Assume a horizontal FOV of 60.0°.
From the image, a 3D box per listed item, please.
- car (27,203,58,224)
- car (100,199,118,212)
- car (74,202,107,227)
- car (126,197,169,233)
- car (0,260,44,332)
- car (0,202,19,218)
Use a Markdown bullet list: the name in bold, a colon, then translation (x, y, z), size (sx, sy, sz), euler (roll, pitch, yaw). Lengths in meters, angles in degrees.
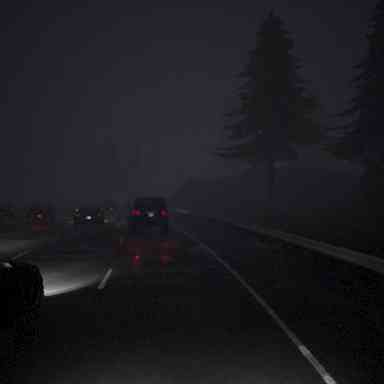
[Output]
- **car**: translation (-11.824, 1.598, 26.374), size (1.882, 1.535, 5.008), euler (0, 0, -19)
- **car**: translation (-10.355, 1.662, 40.385), size (1.837, 1.490, 4.892), euler (0, 0, -27)
- **car**: translation (-7.268, 1.660, 23.599), size (1.994, 1.385, 4.181), euler (0, 0, -16)
- **car**: translation (-2.778, 1.296, 20.352), size (2.150, 2.045, 5.566), euler (0, 0, -13)
- **car**: translation (-3.871, 1.593, 5.014), size (1.994, 1.385, 4.181), euler (0, 0, -4)
- **car**: translation (-17.556, 1.681, 31.395), size (1.812, 1.442, 4.674), euler (0, 0, -24)
